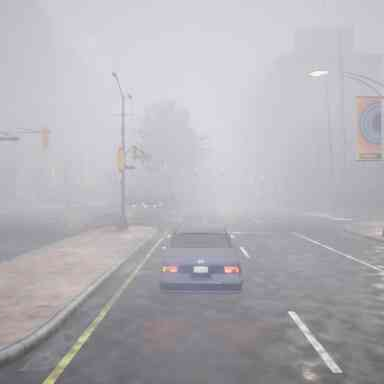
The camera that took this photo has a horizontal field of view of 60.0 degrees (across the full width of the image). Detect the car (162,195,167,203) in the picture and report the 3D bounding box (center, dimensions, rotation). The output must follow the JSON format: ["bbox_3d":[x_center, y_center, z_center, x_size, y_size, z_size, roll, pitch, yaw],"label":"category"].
[{"bbox_3d":[-6.788,1.352,66.775,2.097,1.767,4.553,0,0,1],"label":"car"}]

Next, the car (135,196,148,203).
[{"bbox_3d":[-10.244,1.505,68.056,1.837,1.490,4.892,0,0,1],"label":"car"}]

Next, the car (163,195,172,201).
[{"bbox_3d":[-6.387,1.478,86.642,1.882,1.535,5.008,0,0,1],"label":"car"}]

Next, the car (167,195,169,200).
[{"bbox_3d":[-6.577,1.525,76.548,2.128,1.511,4.902,0,0,1],"label":"car"}]

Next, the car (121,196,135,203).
[{"bbox_3d":[-13.453,1.595,69.845,1.895,1.301,4.718,0,0,1],"label":"car"}]

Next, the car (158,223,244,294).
[{"bbox_3d":[0.231,1.547,8.949,2.033,1.411,5.357,0,0,1],"label":"car"}]

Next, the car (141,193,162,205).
[{"bbox_3d":[-7.006,1.352,58.003,2.097,1.767,4.553,0,0,1],"label":"car"}]

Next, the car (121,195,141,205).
[{"bbox_3d":[-10.506,1.352,57.881,2.097,1.767,4.553,0,0,1],"label":"car"}]

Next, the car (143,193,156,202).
[{"bbox_3d":[-10.036,1.225,78.741,2.150,2.045,5.566,0,0,1],"label":"car"}]
